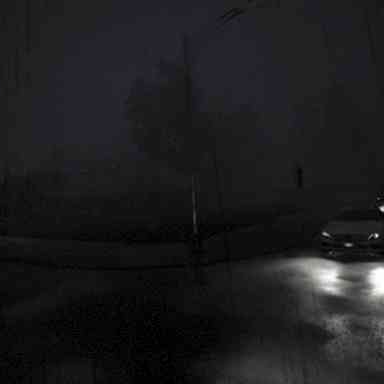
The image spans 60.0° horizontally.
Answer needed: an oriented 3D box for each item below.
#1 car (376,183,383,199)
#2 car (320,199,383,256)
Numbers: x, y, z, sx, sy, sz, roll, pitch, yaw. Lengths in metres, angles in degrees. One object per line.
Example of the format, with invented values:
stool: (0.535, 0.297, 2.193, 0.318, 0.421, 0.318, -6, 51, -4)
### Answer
car: (19.600, 0.079, 32.774, 2.150, 2.045, 5.566, -3, 0, 33)
car: (5.853, 1.196, 11.695, 1.812, 1.442, 4.674, -3, 0, 34)
